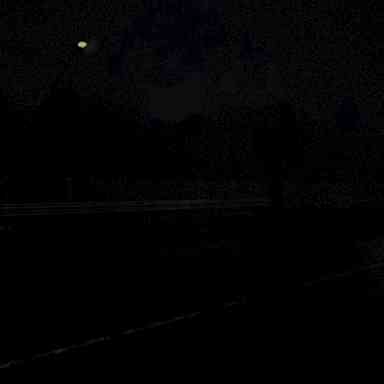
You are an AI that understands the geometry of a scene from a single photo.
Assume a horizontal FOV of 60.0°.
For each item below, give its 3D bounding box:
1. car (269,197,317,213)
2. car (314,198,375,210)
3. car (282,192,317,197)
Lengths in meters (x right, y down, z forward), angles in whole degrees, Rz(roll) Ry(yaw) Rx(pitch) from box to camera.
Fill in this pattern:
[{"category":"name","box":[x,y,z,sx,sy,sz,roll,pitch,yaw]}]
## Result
[{"category":"car","box":[8.420,1.365,26.867,4.892,1.490,1.837,0,0,-34]},{"category":"car","box":[11.685,1.329,24.846,5.008,1.535,1.882,0,0,-34]},{"category":"car","box":[9.910,1.059,32.079,5.566,2.045,2.150,0,0,-34]}]
